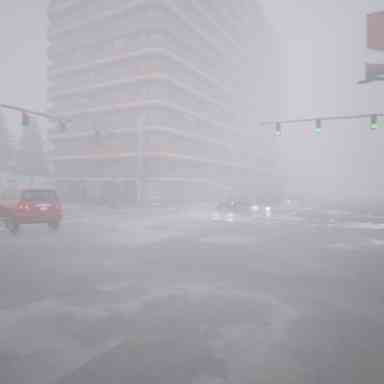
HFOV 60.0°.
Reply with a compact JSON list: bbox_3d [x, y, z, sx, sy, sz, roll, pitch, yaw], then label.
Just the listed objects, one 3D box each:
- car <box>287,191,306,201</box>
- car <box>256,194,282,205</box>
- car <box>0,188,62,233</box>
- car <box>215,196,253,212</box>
[{"bbox_3d":[16.543,0.606,52.405,2.033,1.411,5.357,1,1,30],"label":"car"},{"bbox_3d":[9.146,0.861,39.568,1.895,1.301,4.718,1,1,30],"label":"car"},{"bbox_3d":[-8.649,0.797,17.010,5.566,2.045,2.150,2,1,45],"label":"car"},{"bbox_3d":[3.891,1.005,30.400,1.895,1.301,4.718,1,1,30],"label":"car"}]
